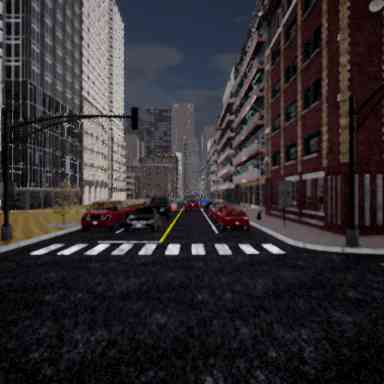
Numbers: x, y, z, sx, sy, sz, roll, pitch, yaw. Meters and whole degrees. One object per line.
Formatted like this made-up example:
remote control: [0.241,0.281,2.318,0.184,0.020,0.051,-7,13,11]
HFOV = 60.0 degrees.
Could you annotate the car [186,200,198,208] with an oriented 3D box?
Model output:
car: [0.005,2.123,61.914,1.994,1.385,4.181,0,-1,0]

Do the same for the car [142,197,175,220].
car: [-3.079,1.501,31.954,2.150,2.045,5.566,0,-1,0]

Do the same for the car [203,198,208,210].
car: [2.689,2.008,49.668,1.947,1.339,4.313,0,-1,0]

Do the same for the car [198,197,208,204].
car: [2.691,2.077,82.835,2.192,1.841,5.009,0,-1,0]

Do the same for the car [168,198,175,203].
car: [-5.686,2.455,93.888,1.802,1.307,4.206,0,-1,0]

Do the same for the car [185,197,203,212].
car: [0.105,1.763,46.360,2.097,1.767,4.553,0,-1,0]

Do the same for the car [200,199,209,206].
car: [2.692,2.198,71.778,1.887,1.381,4.507,0,-1,0]

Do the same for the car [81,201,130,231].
car: [-5.694,1.507,22.035,2.192,1.841,5.009,0,-1,0]

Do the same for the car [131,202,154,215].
car: [-5.692,1.905,38.615,1.947,1.339,4.313,0,-1,0]

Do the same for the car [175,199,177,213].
car: [-3.056,1.737,43.556,2.097,1.767,4.553,0,-1,0]

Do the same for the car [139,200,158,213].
car: [-5.692,1.830,44.143,1.967,1.590,4.097,0,-1,0]

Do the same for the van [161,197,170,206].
van: [-5.689,1.995,71.781,1.690,1.788,3.998,0,-1,0]

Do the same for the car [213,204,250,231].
car: [2.687,1.736,22.031,1.887,1.381,4.507,0,-1,0]

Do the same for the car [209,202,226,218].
car: [2.687,1.785,27.558,1.887,1.381,4.507,0,-1,0]

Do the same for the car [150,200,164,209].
car: [-5.690,2.018,55.027,1.752,1.417,4.829,0,-1,0]

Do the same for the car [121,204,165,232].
car: [-3.087,1.715,21.713,1.812,1.442,4.674,0,-1,0]

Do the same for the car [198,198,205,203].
car: [2.694,2.438,93.886,1.947,1.339,4.313,0,-1,0]

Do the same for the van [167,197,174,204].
van: [-5.688,2.158,88.363,1.690,1.788,3.998,0,-1,0]

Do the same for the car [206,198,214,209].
car: [2.687,1.729,33.086,1.967,1.590,4.097,0,-1,0]

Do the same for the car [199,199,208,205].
car: [2.693,2.258,77.305,2.008,1.369,4.403,0,-1,0]

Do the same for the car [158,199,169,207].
car: [-5.689,2.145,66.252,1.887,1.381,4.507,0,-1,0]
